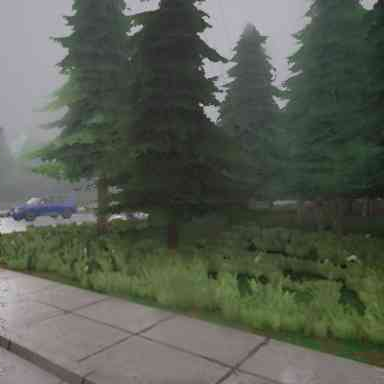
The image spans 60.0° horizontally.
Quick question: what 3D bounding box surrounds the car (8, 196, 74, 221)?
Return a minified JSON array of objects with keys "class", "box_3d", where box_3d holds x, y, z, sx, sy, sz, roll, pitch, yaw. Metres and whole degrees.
[{"class":"car","box_3d":[-12.675,1.369,28.561,2.150,2.045,5.566,0,0,35]}]
